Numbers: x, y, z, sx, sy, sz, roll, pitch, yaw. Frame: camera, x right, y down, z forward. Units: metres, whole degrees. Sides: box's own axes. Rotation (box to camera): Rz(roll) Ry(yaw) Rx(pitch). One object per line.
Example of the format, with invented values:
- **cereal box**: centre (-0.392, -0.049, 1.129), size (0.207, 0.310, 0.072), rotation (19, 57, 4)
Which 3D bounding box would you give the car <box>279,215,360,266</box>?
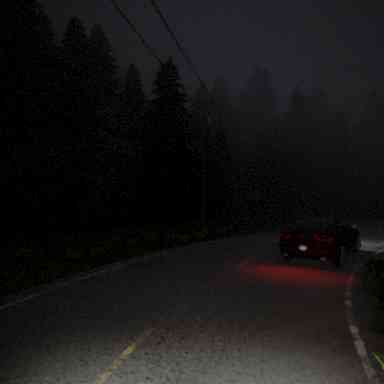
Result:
- **car**: centre (4.850, 1.594, 12.297), size (1.882, 1.535, 5.008), rotation (0, -1, 35)
